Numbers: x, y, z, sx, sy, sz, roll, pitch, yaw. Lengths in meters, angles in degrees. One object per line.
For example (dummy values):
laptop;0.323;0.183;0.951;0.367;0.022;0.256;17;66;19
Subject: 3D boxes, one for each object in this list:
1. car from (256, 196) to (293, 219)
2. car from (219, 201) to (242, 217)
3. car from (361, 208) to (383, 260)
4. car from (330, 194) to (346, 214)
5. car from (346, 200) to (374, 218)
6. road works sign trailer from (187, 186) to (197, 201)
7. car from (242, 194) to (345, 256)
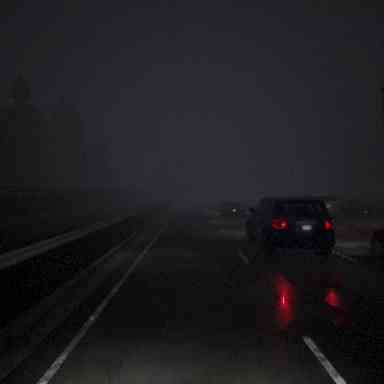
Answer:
car;7.077;1.295;29.061;2.097;1.767;4.553;0;0;0
car;3.578;1.505;30.043;1.994;1.385;4.181;0;0;0
car;7.076;1.459;9.396;1.882;1.535;5.008;0;0;0
car;10.579;1.167;28.361;2.150;2.045;5.566;0;0;0
car;14.078;1.434;29.350;2.128;1.511;4.902;0;0;0
road works sign trailer;-0.043;0.303;83.000;2.380;3.560;2.880;0;0;0
car;3.586;1.196;13.053;2.150;2.045;5.566;0;0;0
